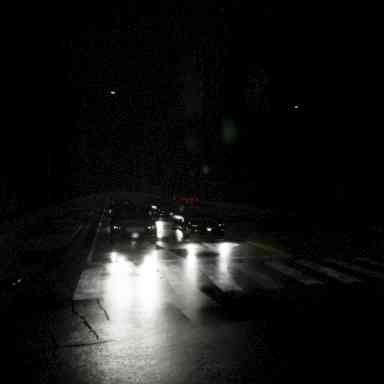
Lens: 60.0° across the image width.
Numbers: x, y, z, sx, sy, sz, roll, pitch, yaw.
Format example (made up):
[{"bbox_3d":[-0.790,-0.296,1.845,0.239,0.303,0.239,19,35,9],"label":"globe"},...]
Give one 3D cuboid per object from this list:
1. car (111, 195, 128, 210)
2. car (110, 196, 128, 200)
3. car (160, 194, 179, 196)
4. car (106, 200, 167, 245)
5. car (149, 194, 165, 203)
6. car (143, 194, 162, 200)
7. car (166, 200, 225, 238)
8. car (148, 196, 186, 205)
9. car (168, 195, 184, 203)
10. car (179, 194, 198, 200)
[{"bbox_3d":[-8.380,1.171,38.257,1.812,1.442,4.674,1,0,-14],"label":"car"},{"bbox_3d":[-5.123,1.303,24.778,2.033,1.411,5.357,1,0,-14],"label":"car"},{"bbox_3d":[-3.659,1.198,46.925,2.033,1.411,5.357,1,0,-13],"label":"car"},{"bbox_3d":[-2.679,1.326,14.709,2.128,1.511,4.902,1,0,-14],"label":"car"},{"bbox_3d":[-6.016,1.058,56.407,2.128,1.511,4.902,1,0,-14],"label":"car"},{"bbox_3d":[-4.517,1.250,36.072,2.033,1.411,5.357,1,0,-14],"label":"car"},{"bbox_3d":[0.165,1.362,16.746,1.837,1.490,4.892,1,0,-14],"label":"car"},{"bbox_3d":[-2.064,1.290,25.950,1.837,1.490,4.892,1,0,-14],"label":"car"},{"bbox_3d":[-2.867,1.200,57.203,1.895,1.301,4.718,1,0,-14],"label":"car"},{"bbox_3d":[-0.495,1.036,47.609,2.097,1.767,4.553,1,0,-13],"label":"car"}]
